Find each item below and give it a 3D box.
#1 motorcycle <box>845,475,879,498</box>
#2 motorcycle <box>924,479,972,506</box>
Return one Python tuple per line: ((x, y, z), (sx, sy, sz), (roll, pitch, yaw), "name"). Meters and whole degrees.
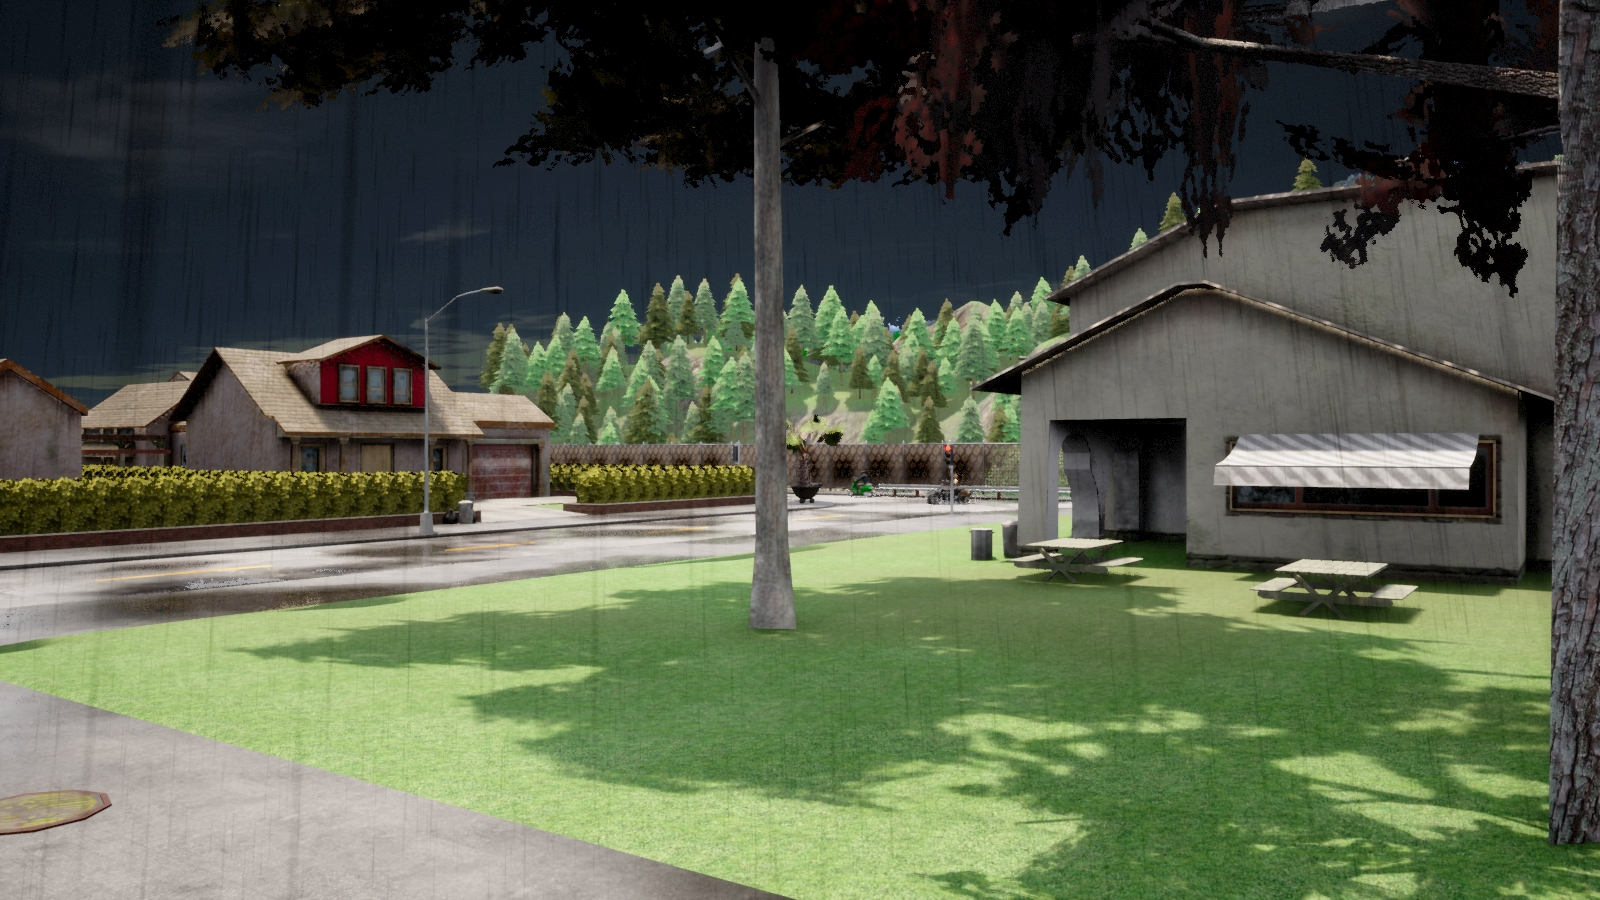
((3.643, 2.142, 67.090), (1.805, 1.316, 0.856), (0, 0, 35), "motorcycle")
((7.527, 2.155, 58.156), (2.356, 1.307, 0.764), (0, 3, -22), "motorcycle")
